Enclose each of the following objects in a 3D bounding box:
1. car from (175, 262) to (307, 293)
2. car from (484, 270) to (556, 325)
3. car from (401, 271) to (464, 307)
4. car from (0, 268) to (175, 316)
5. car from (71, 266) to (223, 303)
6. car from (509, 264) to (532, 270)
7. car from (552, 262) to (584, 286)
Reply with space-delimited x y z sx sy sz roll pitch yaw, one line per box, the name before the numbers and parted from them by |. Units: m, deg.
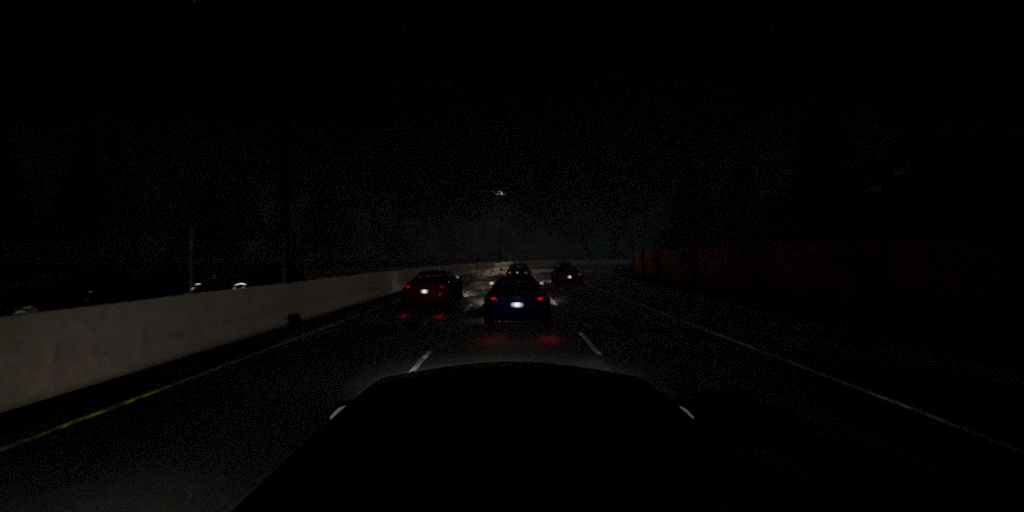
car | -10.503 1.101 14.689 2.097 1.767 4.553 0 0 1
car | 0.154 1.328 11.961 1.994 1.385 4.181 0 0 0
car | -3.326 1.327 15.669 1.994 1.385 4.181 0 0 0
car | -14.040 1.216 11.294 1.882 1.535 5.008 0 0 1
car | -17.486 1.288 17.742 2.033 1.411 5.357 0 0 1
car | 0.640 1.337 30.292 2.033 1.411 5.357 0 0 5
car | 3.877 1.353 25.563 1.994 1.385 4.181 0 0 2
